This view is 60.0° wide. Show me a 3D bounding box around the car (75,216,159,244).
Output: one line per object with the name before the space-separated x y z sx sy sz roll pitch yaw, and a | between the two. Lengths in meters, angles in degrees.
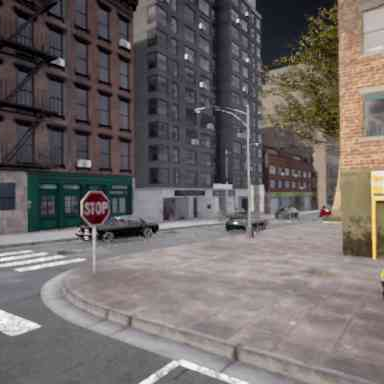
car | -4.010 2.027 18.418 1.895 1.301 4.718 -1 -2 35

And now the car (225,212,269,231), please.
car | 4.212 2.198 24.952 1.994 1.385 4.181 -1 -2 35

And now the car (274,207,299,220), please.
car | 11.573 2.615 40.441 1.837 1.490 4.892 -1 -3 36

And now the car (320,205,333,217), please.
car | 19.488 2.637 46.590 2.097 1.767 4.553 -1 -2 35
